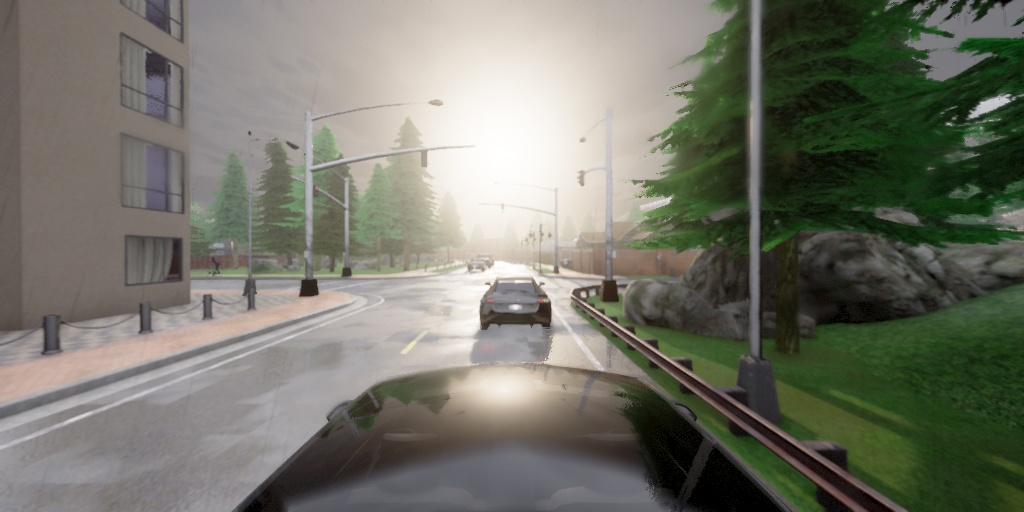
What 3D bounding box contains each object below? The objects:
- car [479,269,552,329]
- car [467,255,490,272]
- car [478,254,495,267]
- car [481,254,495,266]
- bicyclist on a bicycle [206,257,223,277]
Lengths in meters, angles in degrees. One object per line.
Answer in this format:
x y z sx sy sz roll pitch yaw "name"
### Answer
0.091 1.262 11.112 1.994 1.385 4.181 0 0 0 "car"
-4.045 0.995 41.452 2.128 1.511 4.902 0 0 0 "car"
-4.115 0.667 52.058 2.150 2.045 5.566 0 0 0 "car"
-4.191 0.608 62.785 2.150 2.045 5.566 0 0 0 "car"
-23.953 0.887 28.857 0.582 1.620 1.656 0 1 1 "bicyclist on a bicycle"
